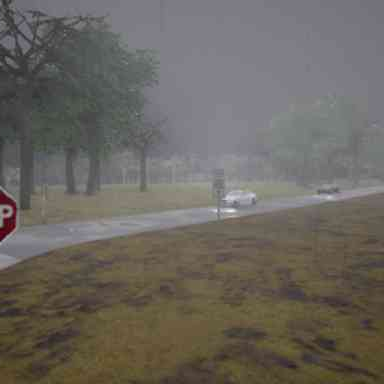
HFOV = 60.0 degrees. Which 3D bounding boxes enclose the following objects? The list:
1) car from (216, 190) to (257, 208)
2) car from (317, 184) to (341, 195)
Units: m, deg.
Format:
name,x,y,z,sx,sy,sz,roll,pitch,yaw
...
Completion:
name,x,y,z,sx,sy,sz,roll,pitch,yaw
car,4.061,0.547,29.568,1.812,1.442,4.674,1,3,42
car,18.864,-0.405,45.802,1.882,1.535,5.008,1,3,42
